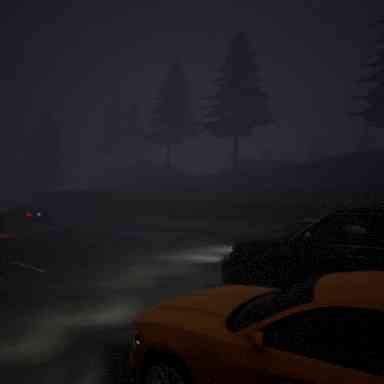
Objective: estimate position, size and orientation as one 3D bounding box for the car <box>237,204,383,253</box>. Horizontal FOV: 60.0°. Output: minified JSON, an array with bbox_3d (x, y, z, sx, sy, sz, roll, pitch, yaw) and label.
[{"bbox_3d":[3.269,1.233,6.011,5.566,2.045,2.150,0,0,36],"label":"car"}]

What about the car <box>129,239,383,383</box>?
[{"bbox_3d":[1.609,1.485,2.929,5.008,1.535,1.882,0,0,36],"label":"car"}]

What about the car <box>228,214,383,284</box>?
[{"bbox_3d":[3.578,1.545,10.197,4.674,1.442,1.812,0,0,37],"label":"car"}]

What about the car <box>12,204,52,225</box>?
[{"bbox_3d":[-11.933,1.545,23.972,2.033,1.411,5.357,0,0,-44],"label":"car"}]

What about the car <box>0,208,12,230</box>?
[{"bbox_3d":[-12.753,1.469,19.881,5.008,1.535,1.882,0,0,45],"label":"car"}]
